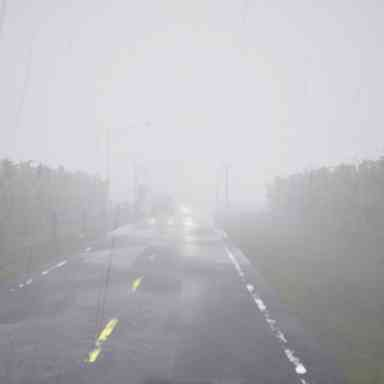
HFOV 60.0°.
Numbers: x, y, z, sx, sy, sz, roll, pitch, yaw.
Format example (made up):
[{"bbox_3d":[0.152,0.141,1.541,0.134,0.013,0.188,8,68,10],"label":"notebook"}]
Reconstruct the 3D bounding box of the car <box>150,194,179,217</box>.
[{"bbox_3d":[-2.756,1.306,32.927,2.150,2.045,5.566,0,-1,0],"label":"car"}]
